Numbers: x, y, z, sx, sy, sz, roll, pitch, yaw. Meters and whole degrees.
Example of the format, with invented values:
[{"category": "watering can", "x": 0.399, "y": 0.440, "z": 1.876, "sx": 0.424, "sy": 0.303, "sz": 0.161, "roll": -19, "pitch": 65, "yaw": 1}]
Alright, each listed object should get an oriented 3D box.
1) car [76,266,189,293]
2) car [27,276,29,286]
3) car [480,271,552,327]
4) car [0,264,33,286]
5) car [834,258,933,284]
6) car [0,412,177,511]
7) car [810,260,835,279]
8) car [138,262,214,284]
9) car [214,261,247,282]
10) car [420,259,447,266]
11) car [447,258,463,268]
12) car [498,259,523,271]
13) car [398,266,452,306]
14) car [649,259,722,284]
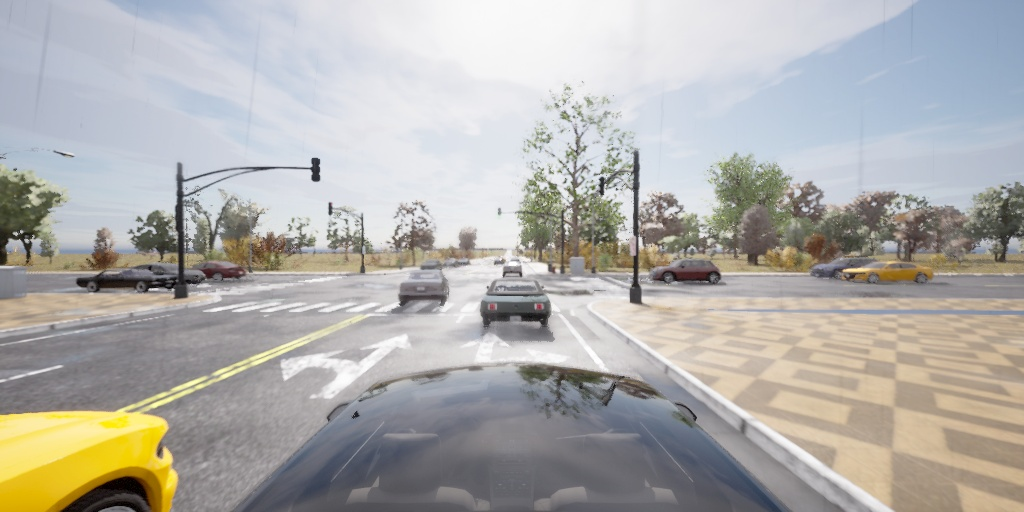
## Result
[{"category": "car", "x": -22.135, "y": 1.404, "z": 20.907, "sx": 4.718, "sy": 1.301, "sz": 1.895, "roll": 0, "pitch": 1, "yaw": 3}, {"category": "car", "x": -31.961, "y": 1.166, "z": 21.337, "sx": 4.553, "sy": 1.767, "sz": 2.097, "roll": 0, "pitch": 1, "yaw": 3}, {"category": "car", "x": 0.100, "y": 1.330, "z": 11.439, "sx": 1.895, "sy": 1.301, "sz": 4.718, "roll": 0, "pitch": 0, "yaw": 0}, {"category": "car", "x": -36.587, "y": 1.285, "z": 24.801, "sx": 4.674, "sy": 1.442, "sz": 1.812, "roll": 0, "pitch": 1, "yaw": 3}, {"category": "car", "x": 25.900, "y": 1.118, "z": 24.852, "sx": 5.008, "sy": 1.535, "sz": 1.882, "roll": 0, "pitch": 1, "yaw": 3}, {"category": "car", "x": -3.150, "y": 1.231, "z": 0.274, "sx": 1.882, "sy": 1.535, "sz": 5.008, "roll": 0, "pitch": 0, "yaw": 0}, {"category": "car", "x": 26.234, "y": 0.935, "z": 28.086, "sx": 4.553, "sy": 1.767, "sz": 2.097, "roll": 0, "pitch": 1, "yaw": 3}, {"category": "car", "x": -23.449, "y": 1.253, "z": 24.220, "sx": 4.892, "sy": 1.490, "sz": 1.837, "roll": 0, "pitch": 1, "yaw": 3}, {"category": "car", "x": -23.292, "y": 1.165, "z": 27.681, "sx": 5.008, "sy": 1.535, "sz": 1.882, "roll": 0, "pitch": 1, "yaw": 3}, {"category": "car", "x": -9.734, "y": 1.124, "z": 43.635, "sx": 1.882, "sy": 1.535, "sz": 5.008, "roll": 0, "pitch": 0, "yaw": 1}, {"category": "car", "x": -9.497, "y": 1.101, "z": 56.161, "sx": 2.128, "sy": 1.511, "sz": 4.902, "roll": 0, "pitch": 0, "yaw": 2}, {"category": "car", "x": 0.065, "y": 1.203, "z": 34.640, "sx": 2.033, "sy": 1.411, "sz": 5.357, "roll": 0, "pitch": -1, "yaw": 1}, {"category": "car", "x": -3.766, "y": 1.314, "z": 15.756, "sx": 2.033, "sy": 1.411, "sz": 5.357, "roll": 0, "pitch": -1, "yaw": -9}, {"category": "car", "x": 12.192, "y": 1.007, "z": 25.500, "sx": 4.553, "sy": 1.767, "sz": 2.097, "roll": 0, "pitch": 1, "yaw": 3}]
